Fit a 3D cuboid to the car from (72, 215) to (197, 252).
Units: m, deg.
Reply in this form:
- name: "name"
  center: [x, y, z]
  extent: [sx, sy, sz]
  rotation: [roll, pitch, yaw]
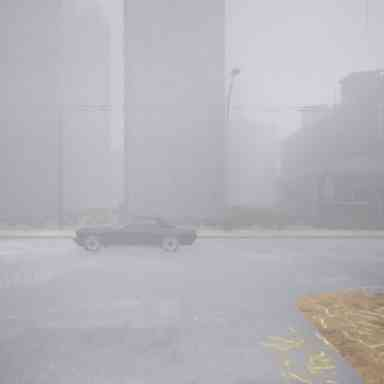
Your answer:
- name: "car"
  center: [-2.157, 1.598, 13.199]
  extent: [4.718, 1.301, 1.895]
  rotation: [0, 0, 0]
